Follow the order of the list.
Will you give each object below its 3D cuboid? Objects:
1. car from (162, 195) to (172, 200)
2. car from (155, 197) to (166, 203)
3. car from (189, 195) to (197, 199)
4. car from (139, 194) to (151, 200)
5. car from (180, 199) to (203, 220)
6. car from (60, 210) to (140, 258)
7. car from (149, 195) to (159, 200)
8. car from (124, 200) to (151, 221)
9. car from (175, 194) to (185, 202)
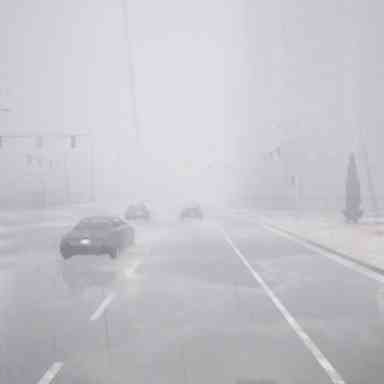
[{"bbox_3d":[-6.656,1.502,89.476,2.033,1.411,5.357,0,0,1],"label":"car"},{"bbox_3d":[-6.900,1.718,73.811,1.994,1.385,4.181,0,0,1],"label":"car"},{"bbox_3d":[0.281,1.711,85.417,2.128,1.511,4.902,0,0,1],"label":"car"},{"bbox_3d":[-10.400,1.391,73.836,2.150,2.045,5.566,0,0,1],"label":"car"},{"bbox_3d":[-0.011,1.589,28.354,1.812,1.442,4.674,0,0,0],"label":"car"},{"bbox_3d":[-3.459,1.594,12.880,1.994,1.385,4.181,0,0,1],"label":"car"},{"bbox_3d":[-10.156,1.515,89.530,1.994,1.385,4.181,0,0,1],"label":"car"},{"bbox_3d":[-4.637,1.627,27.722,1.994,1.385,4.181,0,0,-15],"label":"car"},{"bbox_3d":[-3.222,1.412,85.230,2.150,2.045,5.566,0,0,1],"label":"car"}]
